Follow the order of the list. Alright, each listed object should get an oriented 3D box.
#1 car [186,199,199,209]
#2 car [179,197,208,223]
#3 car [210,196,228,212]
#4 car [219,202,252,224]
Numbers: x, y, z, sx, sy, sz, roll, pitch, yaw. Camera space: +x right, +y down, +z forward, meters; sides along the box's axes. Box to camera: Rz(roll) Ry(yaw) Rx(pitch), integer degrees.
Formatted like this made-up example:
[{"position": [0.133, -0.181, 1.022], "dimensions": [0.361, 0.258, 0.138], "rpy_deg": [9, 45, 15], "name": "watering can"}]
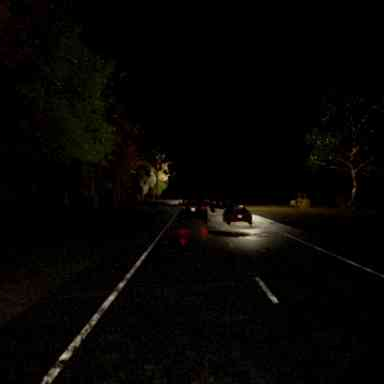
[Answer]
[{"position": [0.090, 1.907, 53.237], "dimensions": [2.033, 1.411, 5.357], "rpy_deg": [0, 0, 0], "name": "car"}, {"position": [0.095, 1.411, 27.292], "dimensions": [2.150, 2.045, 5.566], "rpy_deg": [0, 0, 0], "name": "car"}, {"position": [3.570, 1.524, 43.814], "dimensions": [2.150, 2.045, 5.566], "rpy_deg": [0, 0, 0], "name": "car"}, {"position": [3.517, 1.748, 26.333], "dimensions": [1.994, 1.385, 4.181], "rpy_deg": [0, 0, 0], "name": "car"}]
